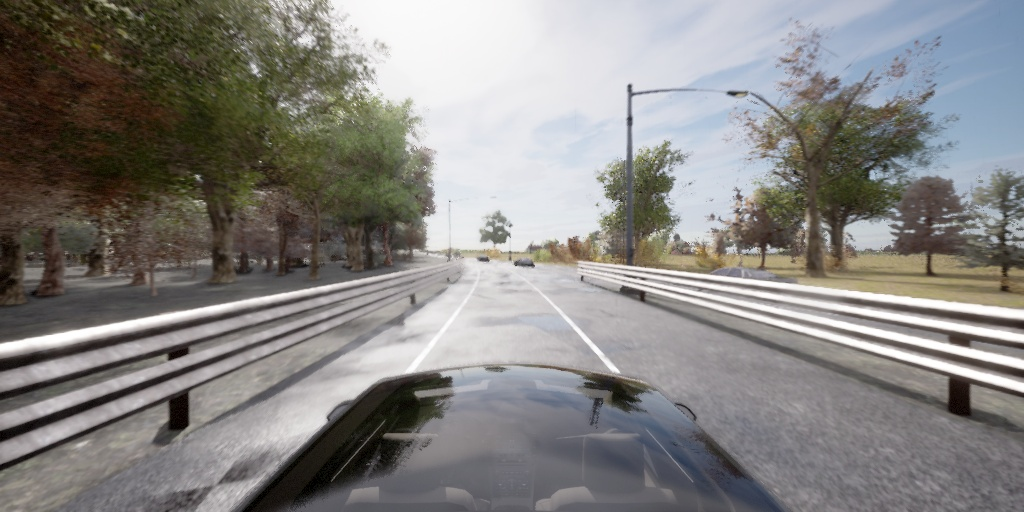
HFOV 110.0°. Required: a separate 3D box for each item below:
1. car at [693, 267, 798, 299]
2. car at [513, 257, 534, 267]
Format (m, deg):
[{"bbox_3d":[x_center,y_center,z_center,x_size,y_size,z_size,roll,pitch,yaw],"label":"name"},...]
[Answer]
[{"bbox_3d":[11.351,1.264,18.129,2.033,1.411,5.357,0,1,-17],"label":"car"},{"bbox_3d":[1.610,0.860,50.684,1.994,1.385,4.181,0,1,-17],"label":"car"}]
